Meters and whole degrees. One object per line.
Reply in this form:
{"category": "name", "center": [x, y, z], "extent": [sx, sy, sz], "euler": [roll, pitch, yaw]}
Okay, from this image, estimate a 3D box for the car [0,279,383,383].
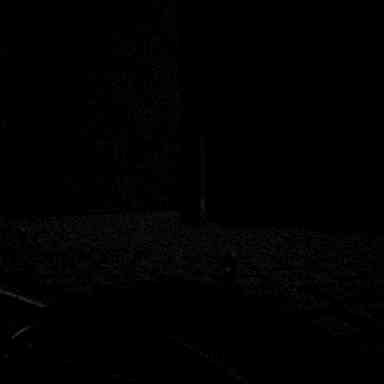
{"category": "car", "center": [-0.509, 1.569, 3.211], "extent": [4.313, 1.339, 1.947], "euler": [0, 0, 35]}
